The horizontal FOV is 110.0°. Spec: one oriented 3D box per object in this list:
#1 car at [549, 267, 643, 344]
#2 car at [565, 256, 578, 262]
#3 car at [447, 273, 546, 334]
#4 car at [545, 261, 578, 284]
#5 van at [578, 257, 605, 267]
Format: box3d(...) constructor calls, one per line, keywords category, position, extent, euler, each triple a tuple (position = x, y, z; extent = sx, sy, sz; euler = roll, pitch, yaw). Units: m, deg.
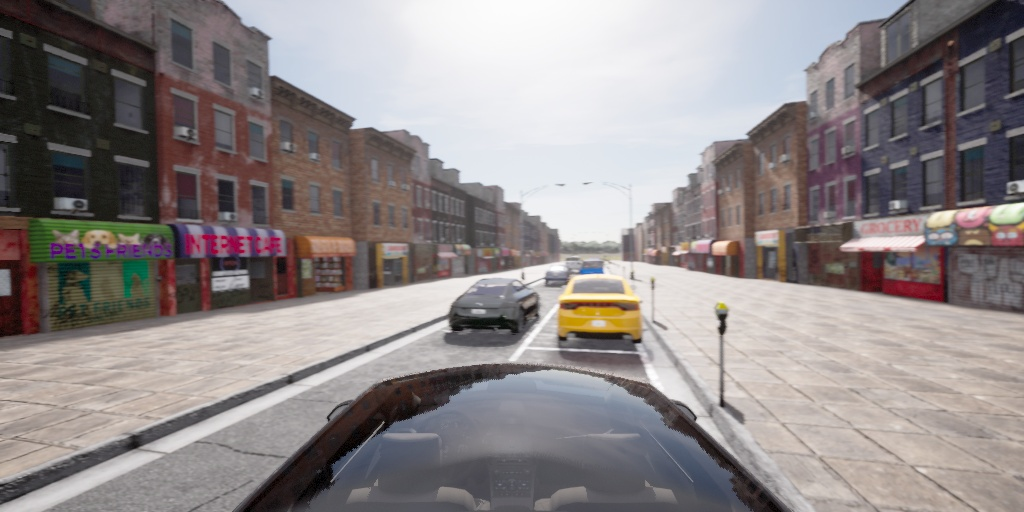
box3d(category="car", position=(2.347, 1.228, 9.730), extent=(1.882, 1.535, 5.008), euler=(-1, 0, 14))
box3d(category="car", position=(7.839, 1.058, 45.505), extent=(2.150, 2.045, 5.566), euler=(-1, 0, 13))
box3d(category="car", position=(-0.362, 1.364, 10.925), extent=(1.994, 1.385, 4.181), euler=(-1, 0, 14))
box3d(category="car", position=(3.636, 1.364, 27.539), extent=(2.033, 1.411, 5.357), euler=(-1, 0, 14))
box3d(category="van", position=(5.943, 1.114, 26.236), extent=(1.690, 1.789, 3.998), euler=(0, 0, 14))
